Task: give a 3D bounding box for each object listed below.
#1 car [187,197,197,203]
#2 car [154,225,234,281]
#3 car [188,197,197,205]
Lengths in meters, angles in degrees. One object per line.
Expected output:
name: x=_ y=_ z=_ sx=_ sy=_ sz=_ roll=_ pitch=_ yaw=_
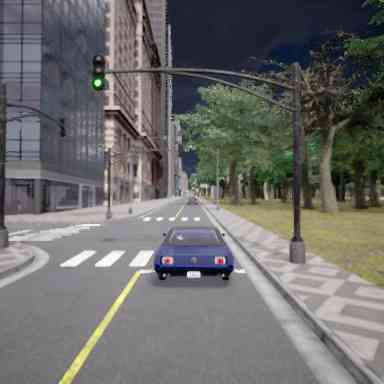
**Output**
car: x=0.006 y=1.836 z=76.385 sx=2.033 sy=1.411 sz=5.357 roll=0 pitch=0 yaw=0
car: x=0.061 y=1.618 z=9.890 sx=1.895 sy=1.301 sz=4.718 roll=0 pitch=0 yaw=0
car: x=0.090 y=1.780 z=64.187 sx=2.033 sy=1.411 sz=5.357 roll=0 pitch=0 yaw=0
